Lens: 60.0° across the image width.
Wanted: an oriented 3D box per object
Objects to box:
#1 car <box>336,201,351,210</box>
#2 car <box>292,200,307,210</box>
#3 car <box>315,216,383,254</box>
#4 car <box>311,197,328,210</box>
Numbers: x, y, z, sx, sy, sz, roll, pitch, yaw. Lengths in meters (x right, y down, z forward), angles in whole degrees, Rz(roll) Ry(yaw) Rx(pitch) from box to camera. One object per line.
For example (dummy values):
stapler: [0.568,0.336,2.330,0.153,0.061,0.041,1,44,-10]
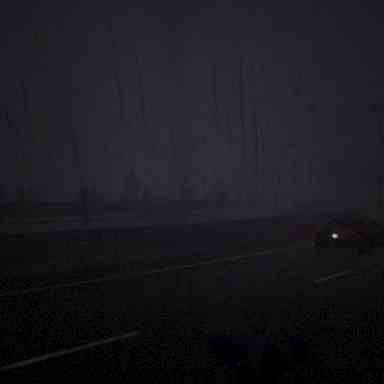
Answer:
car: [24.905,2.251,54.899,1.812,1.442,4.674,0,-1,20]
car: [18.045,2.289,56.471,1.895,1.301,4.718,0,-1,21]
car: [7.084,1.723,14.504,4.181,1.385,1.994,1,-1,-44]
car: [21.934,1.945,56.894,2.150,2.045,5.566,0,-1,20]
